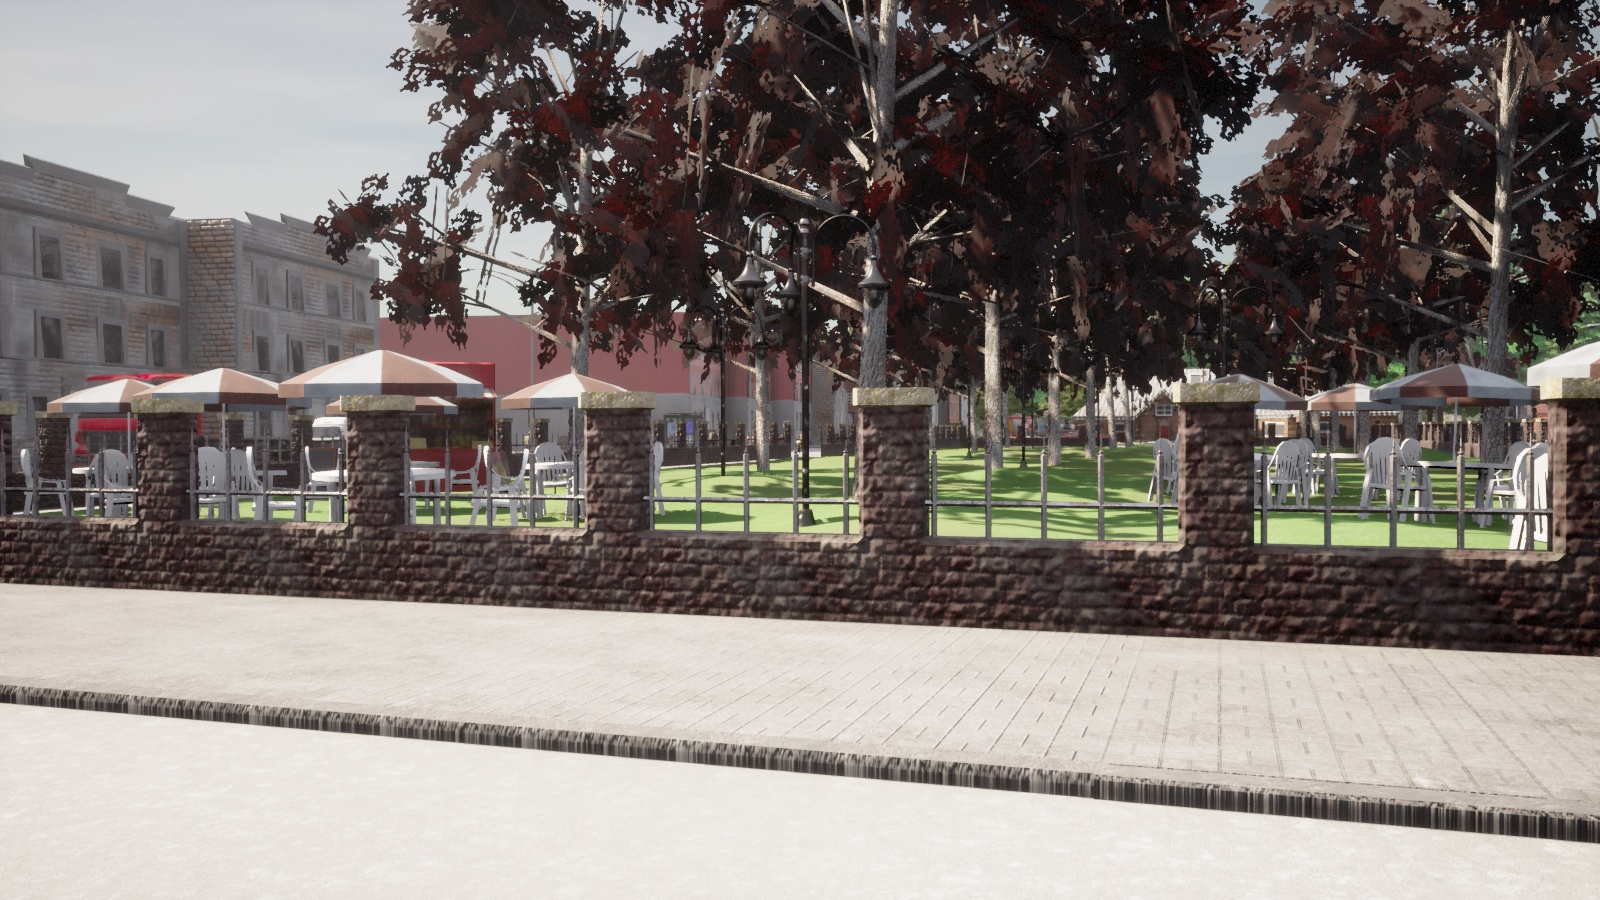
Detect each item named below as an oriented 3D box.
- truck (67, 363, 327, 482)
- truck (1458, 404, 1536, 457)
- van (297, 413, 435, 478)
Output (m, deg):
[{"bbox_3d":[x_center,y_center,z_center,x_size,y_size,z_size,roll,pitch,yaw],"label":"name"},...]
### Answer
[{"bbox_3d":[-19.227,-0.880,40.755,2.891,3.462,7.936,1,1,18],"label":"truck"},{"bbox_3d":[47.844,-1.360,86.422,2.891,3.462,7.936,0,1,15],"label":"truck"},{"bbox_3d":[-14.514,-0.181,42.274,2.069,2.038,4.480,1,1,18],"label":"van"}]
